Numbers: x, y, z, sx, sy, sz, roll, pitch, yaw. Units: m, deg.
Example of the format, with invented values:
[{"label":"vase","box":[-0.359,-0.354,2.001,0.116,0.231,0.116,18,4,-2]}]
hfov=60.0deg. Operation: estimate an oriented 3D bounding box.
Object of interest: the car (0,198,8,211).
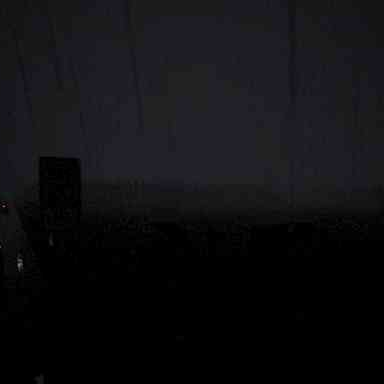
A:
[{"label":"car","box":[-24.486,1.533,42.382,1.812,1.442,4.674,0,0,-29]}]

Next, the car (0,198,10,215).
[{"label":"car","box":[-19.471,1.537,33.347,1.812,1.442,4.674,0,0,-28]}]

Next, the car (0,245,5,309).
[{"label":"car","box":[-4.732,1.567,6.377,1.994,1.385,4.181,0,0,-29]}]
